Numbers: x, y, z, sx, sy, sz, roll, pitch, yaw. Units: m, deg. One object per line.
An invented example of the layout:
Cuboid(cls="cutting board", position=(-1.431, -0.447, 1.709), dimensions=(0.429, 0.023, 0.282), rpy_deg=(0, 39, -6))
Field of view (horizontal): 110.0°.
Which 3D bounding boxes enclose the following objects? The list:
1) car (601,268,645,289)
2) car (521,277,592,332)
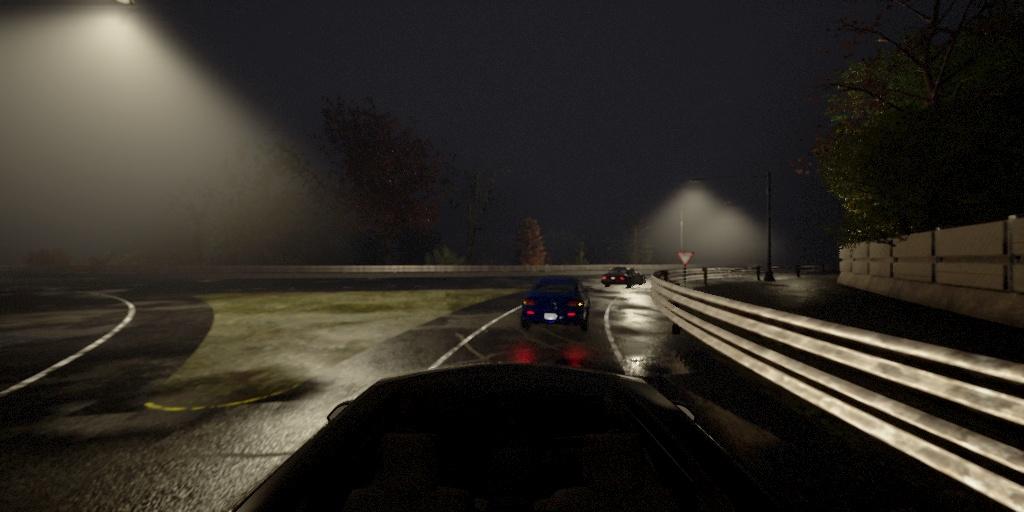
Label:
Cuboid(cls="car", position=(8.201, 1.556, 26.212), dimensions=(2.033, 1.411, 5.357), rpy_deg=(0, -1, 34))
Cuboid(cls="car", position=(1.482, 1.372, 11.276), dimensions=(1.812, 1.442, 4.674), rpy_deg=(0, -1, 13))
